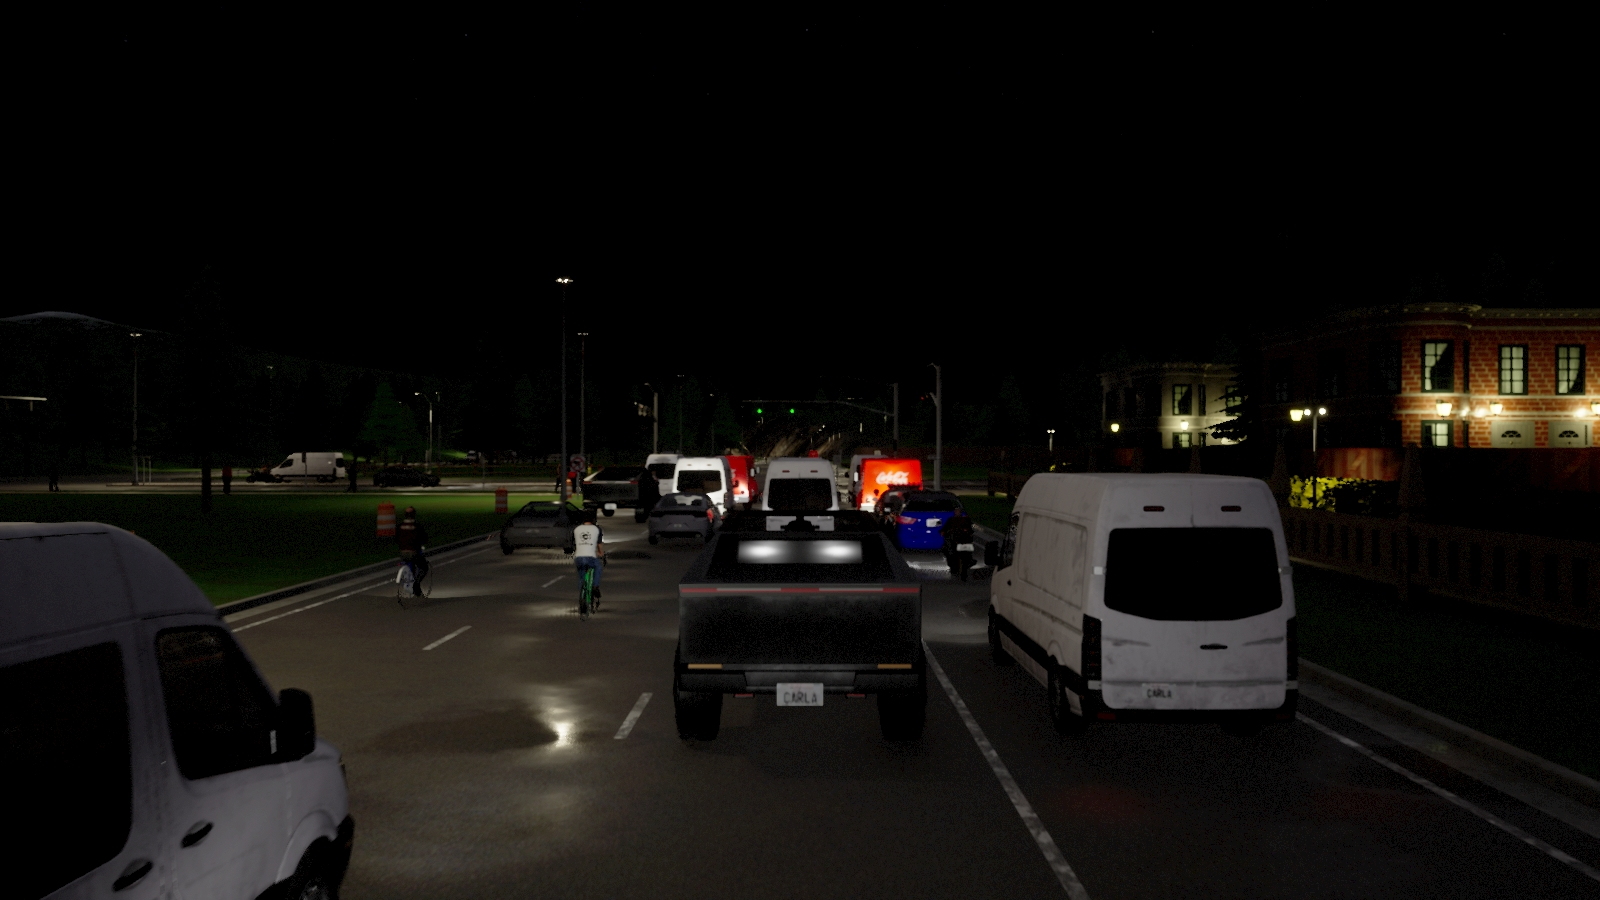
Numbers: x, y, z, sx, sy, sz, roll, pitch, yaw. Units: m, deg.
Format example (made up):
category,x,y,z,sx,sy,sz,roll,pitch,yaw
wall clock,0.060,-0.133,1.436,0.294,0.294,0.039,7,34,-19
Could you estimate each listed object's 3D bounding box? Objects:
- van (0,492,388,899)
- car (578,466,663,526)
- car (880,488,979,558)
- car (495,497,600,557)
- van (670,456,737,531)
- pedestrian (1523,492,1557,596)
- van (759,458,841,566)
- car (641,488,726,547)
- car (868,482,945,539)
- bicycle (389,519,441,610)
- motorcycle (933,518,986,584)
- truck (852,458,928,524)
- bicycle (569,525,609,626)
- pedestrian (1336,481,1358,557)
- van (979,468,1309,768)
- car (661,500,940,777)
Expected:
category,x,y,z,sx,sy,sz,roll,pitch,yaw
van,-3.505,1.532,4.002,1.988,2.561,5.915,0,0,0
car,-7.000,1.740,45.337,2.390,2.098,6.274,0,0,0
car,3.501,1.956,31.821,2.242,1.667,4.611,0,0,0
car,-7.010,2.108,32.144,1.994,1.385,4.181,0,0,1
van,-3.504,1.522,42.530,1.988,2.561,5.915,0,0,0
pedestrian,13.366,1.690,20.635,0.375,1.860,0.375,0,0,1
van,-0.003,1.525,30.633,1.988,2.561,5.915,0,0,0
car,-3.495,2.023,35.244,2.097,1.535,5.006,0,0,0
car,3.501,1.970,38.340,2.097,1.638,5.238,0,0,0
bicycle,-7.005,2.053,20.832,0.329,1.471,1.835,0,0,0
motorcycle,3.501,2.197,25.268,0.867,1.251,2.209,0,0,0
truck,3.499,1.552,45.575,2.627,2.467,5.204,0,0,0
bicycle,-3.499,2.049,19.034,0.373,1.496,1.643,0,0,0
pedestrian,13.438,1.687,28.083,0.375,1.860,0.375,0,0,1
van,3.497,1.530,13.040,1.988,2.561,5.915,0,0,0
car,0.001,1.749,12.917,2.390,2.098,6.274,0,0,0
